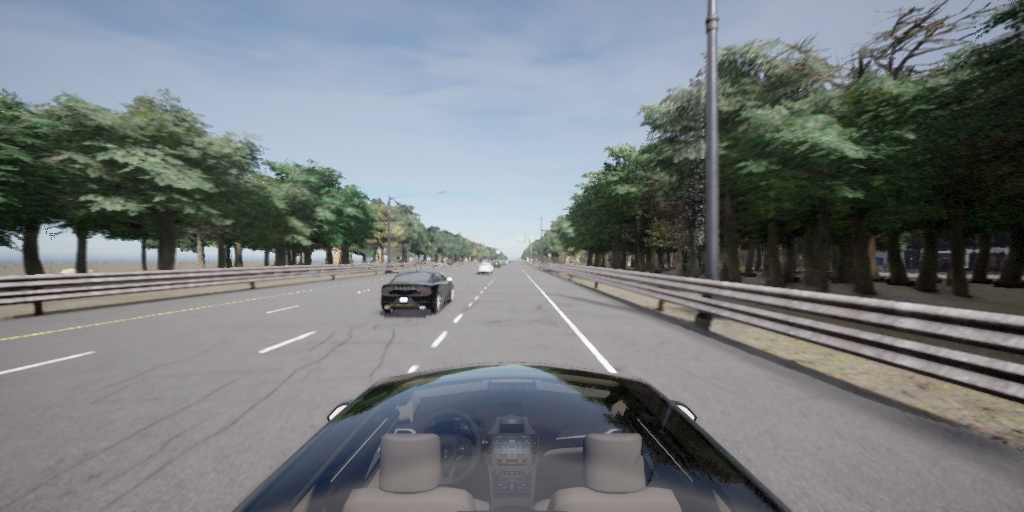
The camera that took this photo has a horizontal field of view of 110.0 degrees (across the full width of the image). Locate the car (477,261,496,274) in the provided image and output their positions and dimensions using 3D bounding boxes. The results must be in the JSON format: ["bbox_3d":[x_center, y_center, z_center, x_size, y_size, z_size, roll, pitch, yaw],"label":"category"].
[{"bbox_3d":[-3.415,1.612,47.216,1.812,1.442,4.674,0,-1,0],"label":"car"}]

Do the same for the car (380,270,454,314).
[{"bbox_3d":[-3.499,1.270,14.064,1.882,1.535,5.008,0,0,0],"label":"car"}]
